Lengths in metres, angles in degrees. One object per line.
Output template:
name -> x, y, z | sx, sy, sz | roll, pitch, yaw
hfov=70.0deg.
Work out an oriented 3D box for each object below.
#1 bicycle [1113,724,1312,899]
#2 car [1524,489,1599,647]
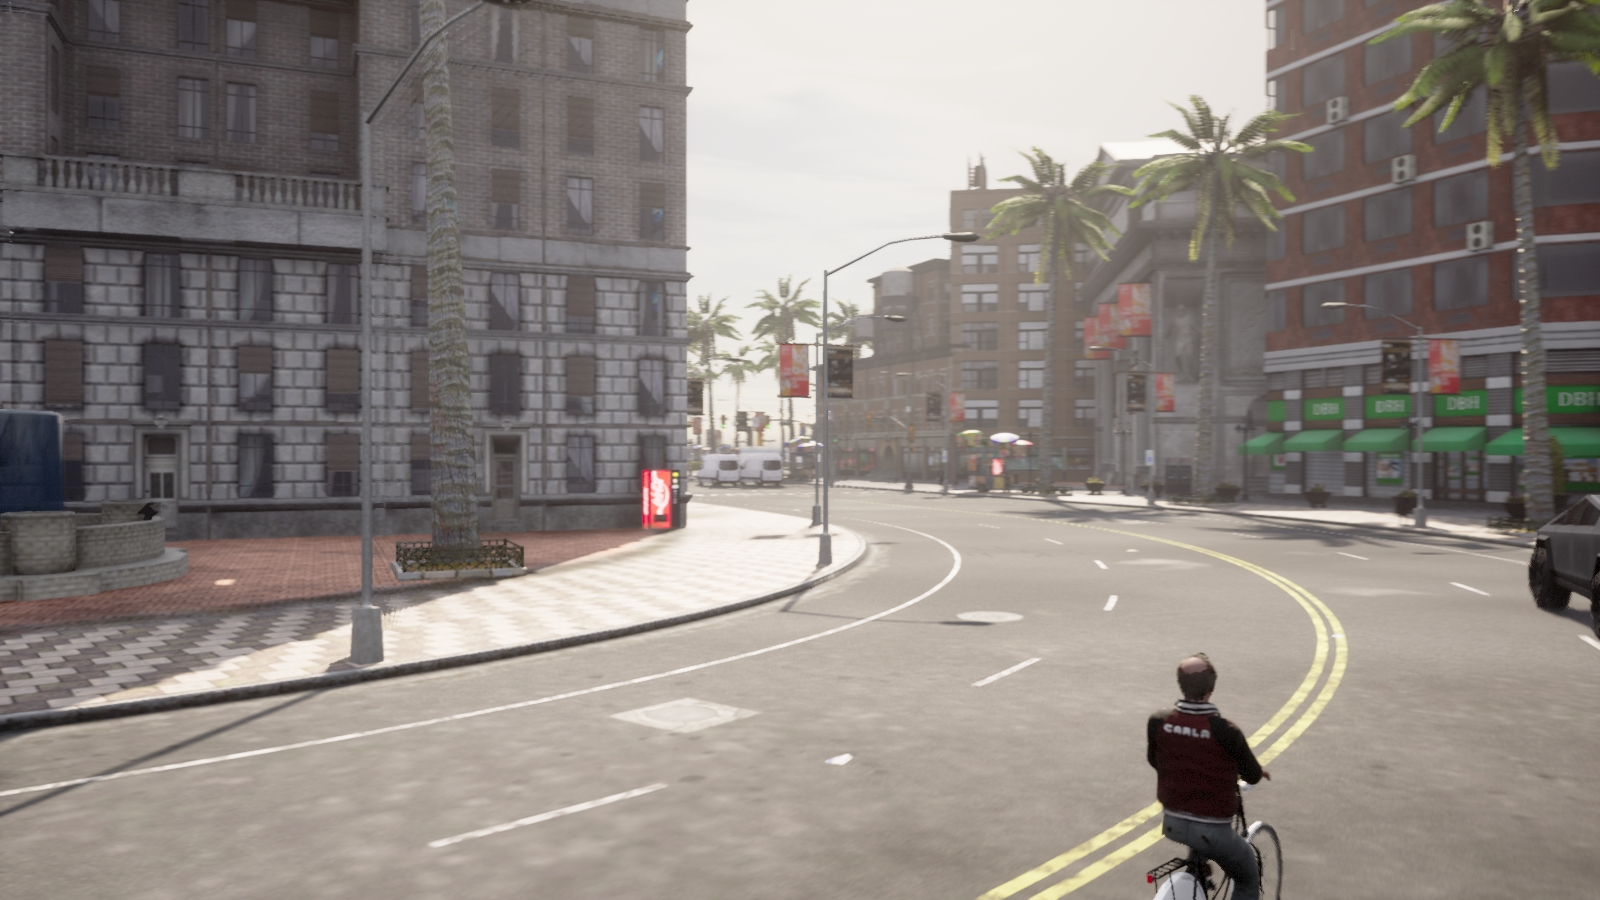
bicycle -> 2.211, 2.216, 5.982 | 0.329, 1.171, 1.835 | 0, 0, 41
car -> 13.314, 1.764, 17.782 | 2.390, 2.098, 6.274 | 0, 0, 22
